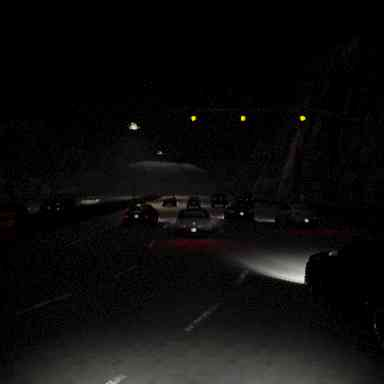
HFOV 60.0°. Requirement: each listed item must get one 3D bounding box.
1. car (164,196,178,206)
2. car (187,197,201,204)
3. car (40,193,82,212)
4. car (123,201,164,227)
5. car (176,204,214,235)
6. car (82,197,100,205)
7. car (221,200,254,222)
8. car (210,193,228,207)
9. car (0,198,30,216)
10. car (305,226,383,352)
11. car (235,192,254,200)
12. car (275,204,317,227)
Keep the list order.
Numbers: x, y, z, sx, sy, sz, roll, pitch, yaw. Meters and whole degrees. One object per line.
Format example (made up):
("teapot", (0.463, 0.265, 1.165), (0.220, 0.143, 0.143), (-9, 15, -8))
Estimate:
("car", (-3.212, 1.309, 49.610), (2.128, 1.511, 4.902), (0, 1, 0))
("car", (0.250, 1.420, 44.659), (2.033, 1.411, 5.357), (0, 1, 0))
("car", (-13.923, 1.173, 35.099), (2.150, 2.045, 5.566), (0, 0, 0))
("car", (-3.396, 1.542, 22.928), (2.033, 1.411, 5.357), (0, 0, 0))
("car", (0.097, 1.609, 18.912), (1.895, 1.301, 4.718), (0, 0, 0))
("car", (-13.845, 1.391, 45.278), (1.812, 1.442, 4.674), (0, 1, 0))
("car", (3.622, 1.550, 26.098), (1.994, 1.385, 4.181), (0, 0, 0))
("car", (3.761, 1.078, 46.155), (2.150, 2.045, 5.566), (0, 1, 0))
("car", (-13.997, 1.492, 25.005), (1.837, 1.490, 4.892), (0, 0, 0))
("car", (3.599, 1.570, 6.038), (1.994, 1.385, 4.181), (0, 0, 0))
("car", (7.263, 1.076, 46.359), (2.150, 2.045, 5.566), (0, 1, 0))
("car", (7.096, 1.527, 22.879), (1.812, 1.442, 4.674), (0, 0, 0))
